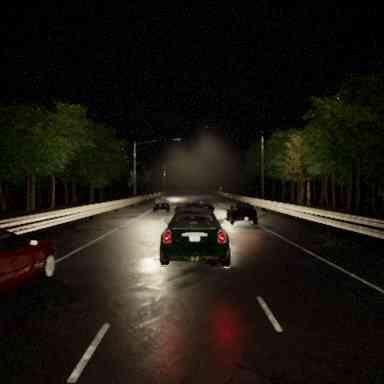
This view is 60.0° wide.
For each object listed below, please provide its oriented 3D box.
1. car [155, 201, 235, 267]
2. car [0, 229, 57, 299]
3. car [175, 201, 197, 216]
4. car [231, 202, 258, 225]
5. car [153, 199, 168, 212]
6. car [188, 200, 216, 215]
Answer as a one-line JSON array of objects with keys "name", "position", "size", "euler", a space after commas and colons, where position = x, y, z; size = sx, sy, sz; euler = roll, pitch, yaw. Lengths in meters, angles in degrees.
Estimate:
[{"name": "car", "position": [0.073, 1.361, 11.638], "size": [2.097, 1.767, 4.553], "euler": [0, 0, 0]}, {"name": "car", "position": [-4.565, 1.486, 6.981], "size": [1.882, 1.535, 5.008], "euler": [0, 0, 0]}, {"name": "car", "position": [-0.703, 1.623, 34.206], "size": [1.895, 1.301, 4.718], "euler": [-2, 0, -6]}, {"name": "car", "position": [3.546, 1.521, 24.228], "size": [1.837, 1.490, 4.892], "euler": [0, -1, 0]}, {"name": "car", "position": [-3.502, 1.580, 39.241], "size": [2.033, 1.411, 5.357], "euler": [0, 0, 0]}, {"name": "car", "position": [1.030, 1.601, 36.009], "size": [1.994, 1.385, 4.181], "euler": [1, 0, -13]}]
